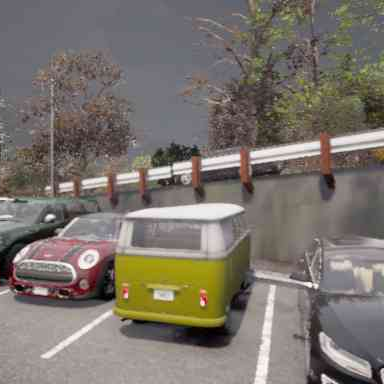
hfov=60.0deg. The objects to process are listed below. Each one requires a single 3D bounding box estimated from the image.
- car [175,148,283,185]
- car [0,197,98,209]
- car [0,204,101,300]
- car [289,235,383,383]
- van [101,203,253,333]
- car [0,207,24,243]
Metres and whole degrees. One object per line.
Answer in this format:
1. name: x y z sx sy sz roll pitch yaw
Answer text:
1. car: 1.428 -1.034 14.422 4.892 1.490 1.837 -5 -3 36
2. car: -4.766 1.198 10.270 2.435 2.045 5.566 1 0 15
3. car: -2.298 1.336 8.568 2.185 1.767 4.553 1 0 16
4. car: 2.606 1.485 5.025 2.231 1.521 4.892 1 0 16
5. van: 0.173 1.248 6.894 1.878 1.987 4.442 0 -1 16
6. car: -9.694 1.457 13.840 2.163 1.488 4.792 0 -1 16
